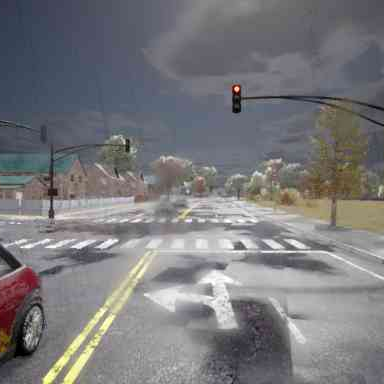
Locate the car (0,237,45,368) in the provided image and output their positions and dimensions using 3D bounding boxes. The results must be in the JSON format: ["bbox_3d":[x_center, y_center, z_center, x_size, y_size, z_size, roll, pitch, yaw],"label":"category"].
[{"bbox_3d":[-3.222,1.352,2.978,2.097,1.767,4.553,0,0,1],"label":"car"}]

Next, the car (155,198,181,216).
[{"bbox_3d":[-2.456,1.608,32.988,1.994,1.385,4.181,0,0,2],"label":"car"}]

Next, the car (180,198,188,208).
[{"bbox_3d":[-1.611,1.623,49.537,1.837,1.490,4.892,0,0,3],"label":"car"}]
